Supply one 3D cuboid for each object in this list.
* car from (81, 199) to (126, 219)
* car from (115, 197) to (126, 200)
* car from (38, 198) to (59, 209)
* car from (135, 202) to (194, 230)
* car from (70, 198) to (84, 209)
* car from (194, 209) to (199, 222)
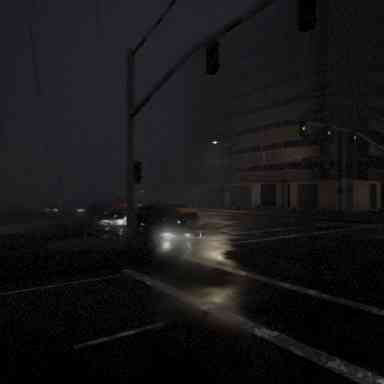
[{"bbox_3d":[-7.896,1.602,29.774,2.033,1.411,5.357,0,0,-35],"label":"car"},{"bbox_3d":[-6.793,1.407,34.266,2.097,1.767,4.553,0,0,-35],"label":"car"},{"bbox_3d":[-20.851,1.602,48.120,2.033,1.411,5.357,0,0,-35],"label":"car"},{"bbox_3d":[-2.190,1.560,21.743,1.837,1.490,4.892,0,0,-36],"label":"car"},{"bbox_3d":[-15.741,1.602,46.918,2.033,1.411,5.357,0,0,-35],"label":"car"},{"bbox_3d":[-1.419,1.532,26.702,1.882,1.535,5.008,0,0,-35],"label":"car"}]
